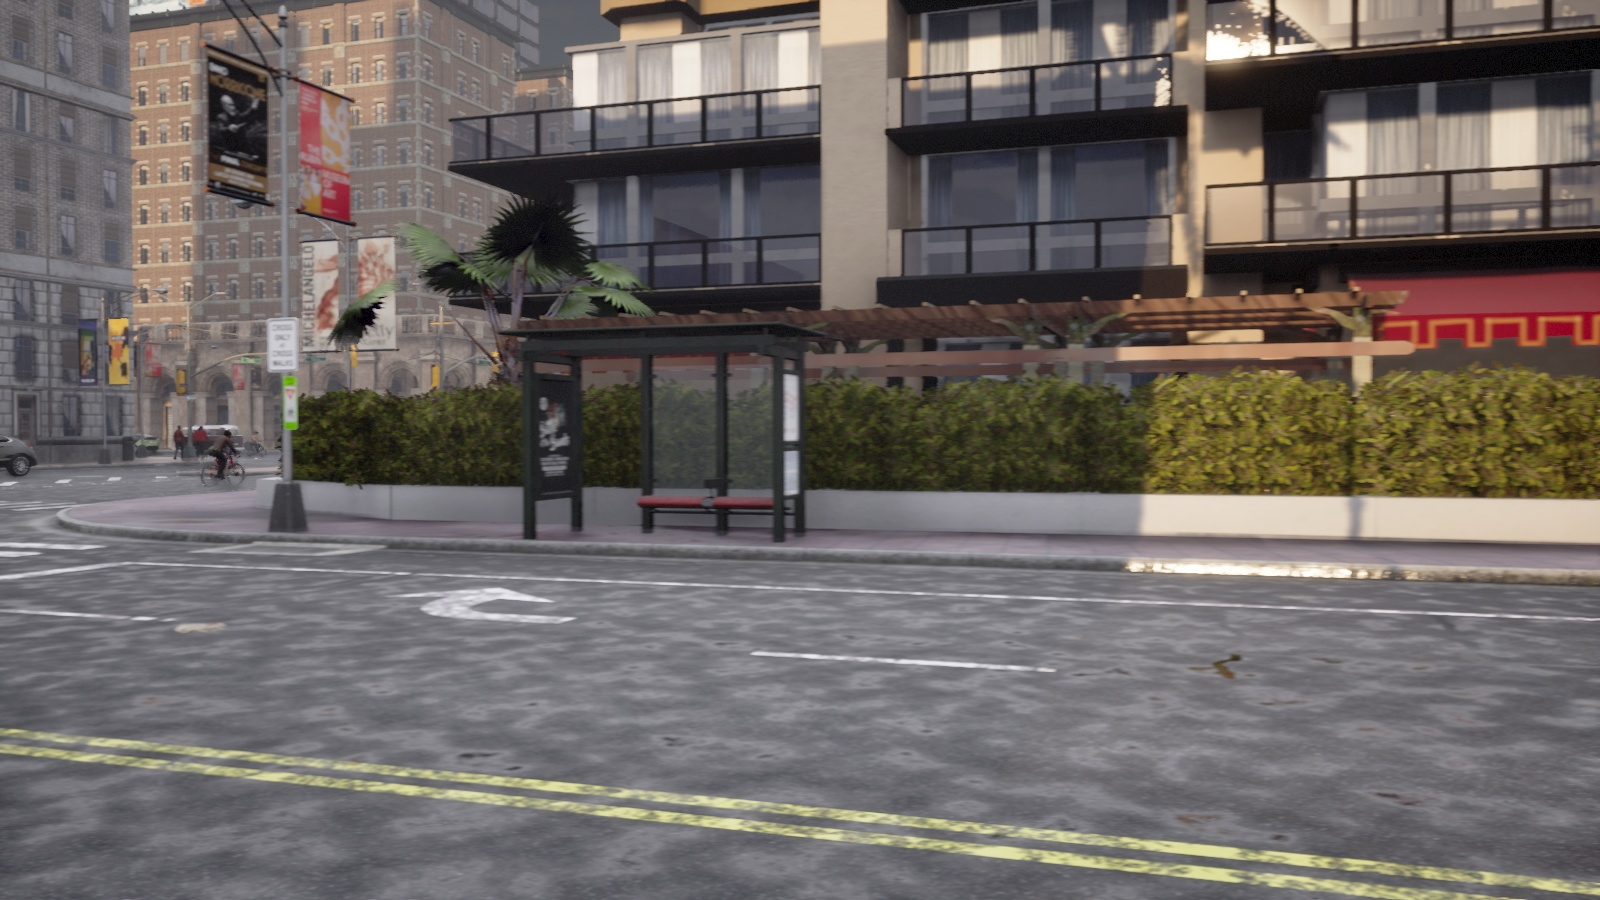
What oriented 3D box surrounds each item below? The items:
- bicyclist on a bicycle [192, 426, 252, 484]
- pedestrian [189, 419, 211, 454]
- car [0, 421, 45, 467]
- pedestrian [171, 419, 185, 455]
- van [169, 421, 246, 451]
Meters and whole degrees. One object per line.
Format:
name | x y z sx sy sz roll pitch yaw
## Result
bicyclist on a bicycle | -16.559 0.142 36.028 0.582 1.620 1.656 1 1 18
pedestrian | -32.380 -0.721 67.752 0.634 1.844 0.899 0 1 12
car | -29.650 -0.213 44.252 2.152 1.651 5.027 1 1 18
pedestrian | -32.022 -0.670 64.658 0.331 1.846 0.636 0 1 4
van | -40.091 -0.959 85.032 4.480 2.038 2.069 1 1 18
